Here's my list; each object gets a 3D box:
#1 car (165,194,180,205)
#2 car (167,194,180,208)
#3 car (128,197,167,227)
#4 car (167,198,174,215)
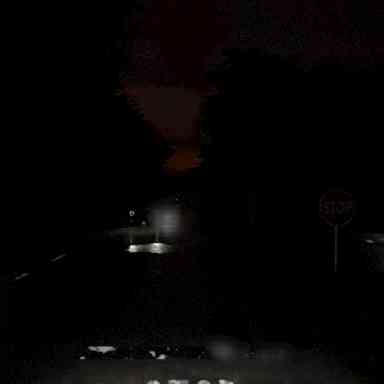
[{"bbox_3d":[-3.149,1.176,54.934,2.097,1.767,4.553,0,0,0],"label":"car"},{"bbox_3d":[-3.165,1.374,44.754,2.128,1.511,4.902,0,0,0],"label":"car"},{"bbox_3d":[-3.034,1.308,22.551,2.097,1.767,4.553,0,0,-2],"label":"car"},{"bbox_3d":[-3.149,1.532,33.382,1.895,1.301,4.718,0,0,0],"label":"car"}]
